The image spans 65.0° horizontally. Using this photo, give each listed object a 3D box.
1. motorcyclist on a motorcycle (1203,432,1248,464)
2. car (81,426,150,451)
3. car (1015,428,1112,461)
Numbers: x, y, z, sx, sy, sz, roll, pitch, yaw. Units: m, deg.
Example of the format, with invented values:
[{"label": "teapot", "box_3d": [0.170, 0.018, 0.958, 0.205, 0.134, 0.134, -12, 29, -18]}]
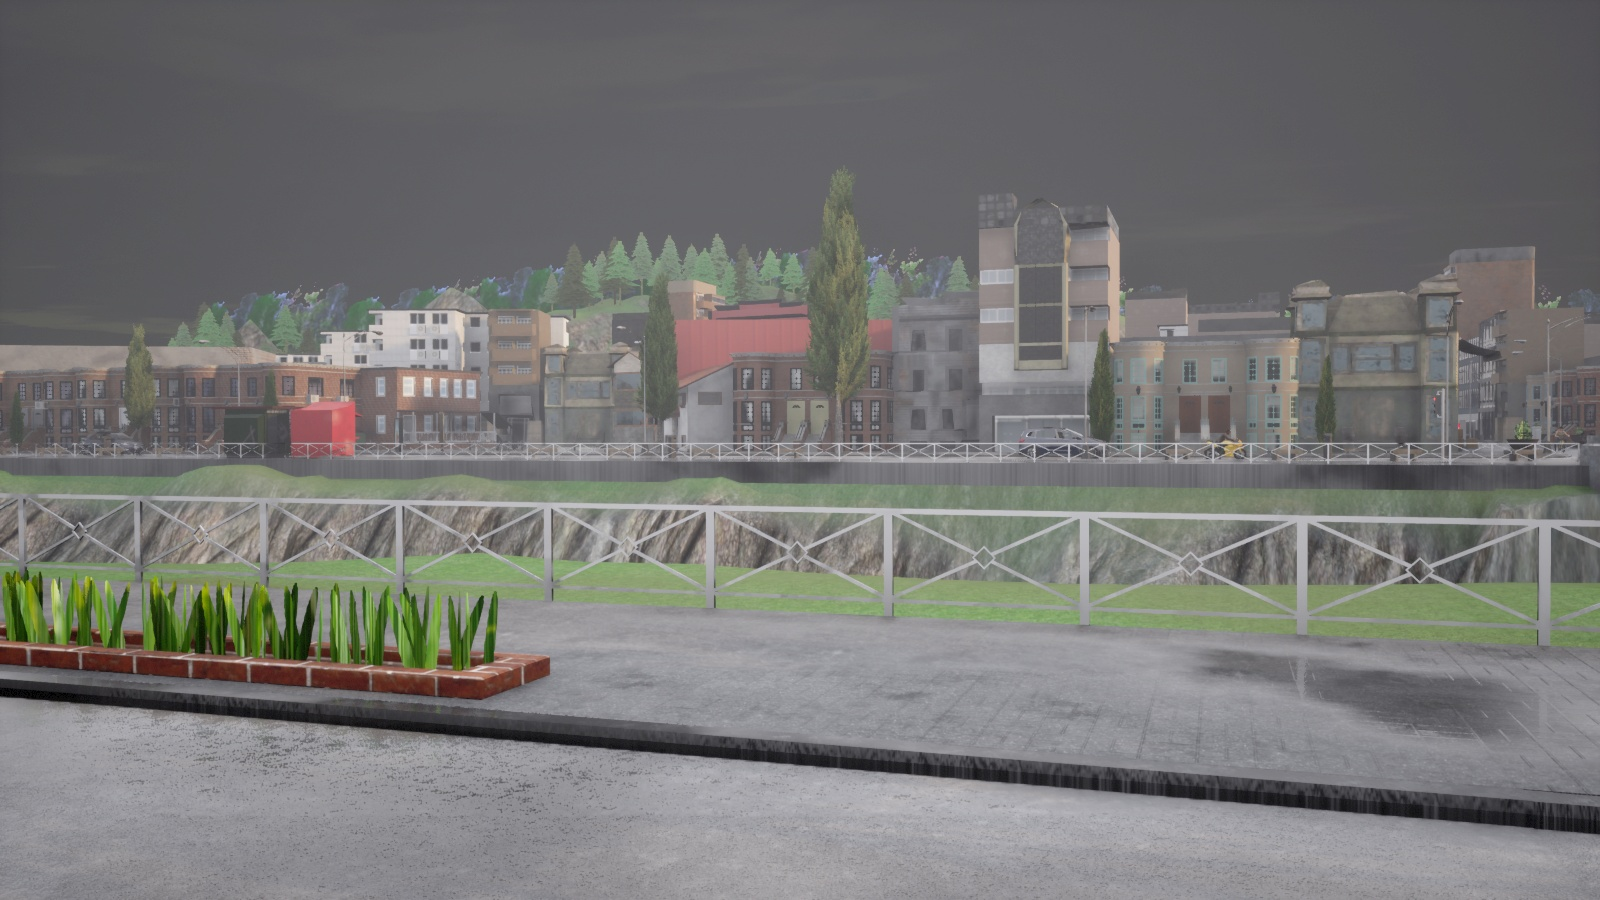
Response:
[{"label": "motorcyclist on a motorcycle", "box_3d": [20.933, -0.102, 61.794, 2.044, 1.523, 0.797, 1, 1, 19]}, {"label": "car", "box_3d": [-45.951, -0.797, 84.280, 3.988, 1.617, 1.851, 1, 1, 19]}, {"label": "car", "box_3d": [13.497, -0.308, 64.294, 4.611, 1.667, 2.242, 1, 1, 19]}]
